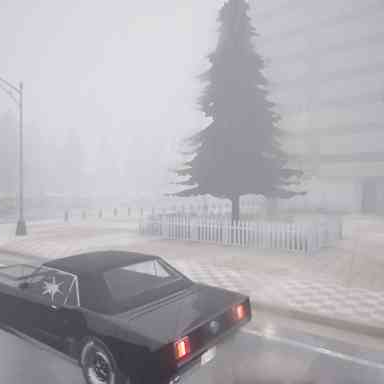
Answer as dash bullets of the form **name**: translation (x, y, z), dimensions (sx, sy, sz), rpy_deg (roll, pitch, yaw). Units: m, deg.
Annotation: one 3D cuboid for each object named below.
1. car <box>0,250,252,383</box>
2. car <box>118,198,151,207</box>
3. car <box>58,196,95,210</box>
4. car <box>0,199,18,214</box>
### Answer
- **car**: translation (-1.606, 1.601, 5.153), dimensions (4.718, 1.301, 1.895), rpy_deg (0, 0, 36)
- **car**: translation (-8.591, 1.547, 50.432), dimensions (2.033, 1.411, 5.357), rpy_deg (0, 0, 36)
- **car**: translation (-14.600, 1.352, 42.104), dimensions (2.097, 1.767, 4.553), rpy_deg (0, 0, 36)
- **car**: translation (-20.495, 1.478, 33.927), dimensions (1.882, 1.535, 5.008), rpy_deg (0, 0, 36)
